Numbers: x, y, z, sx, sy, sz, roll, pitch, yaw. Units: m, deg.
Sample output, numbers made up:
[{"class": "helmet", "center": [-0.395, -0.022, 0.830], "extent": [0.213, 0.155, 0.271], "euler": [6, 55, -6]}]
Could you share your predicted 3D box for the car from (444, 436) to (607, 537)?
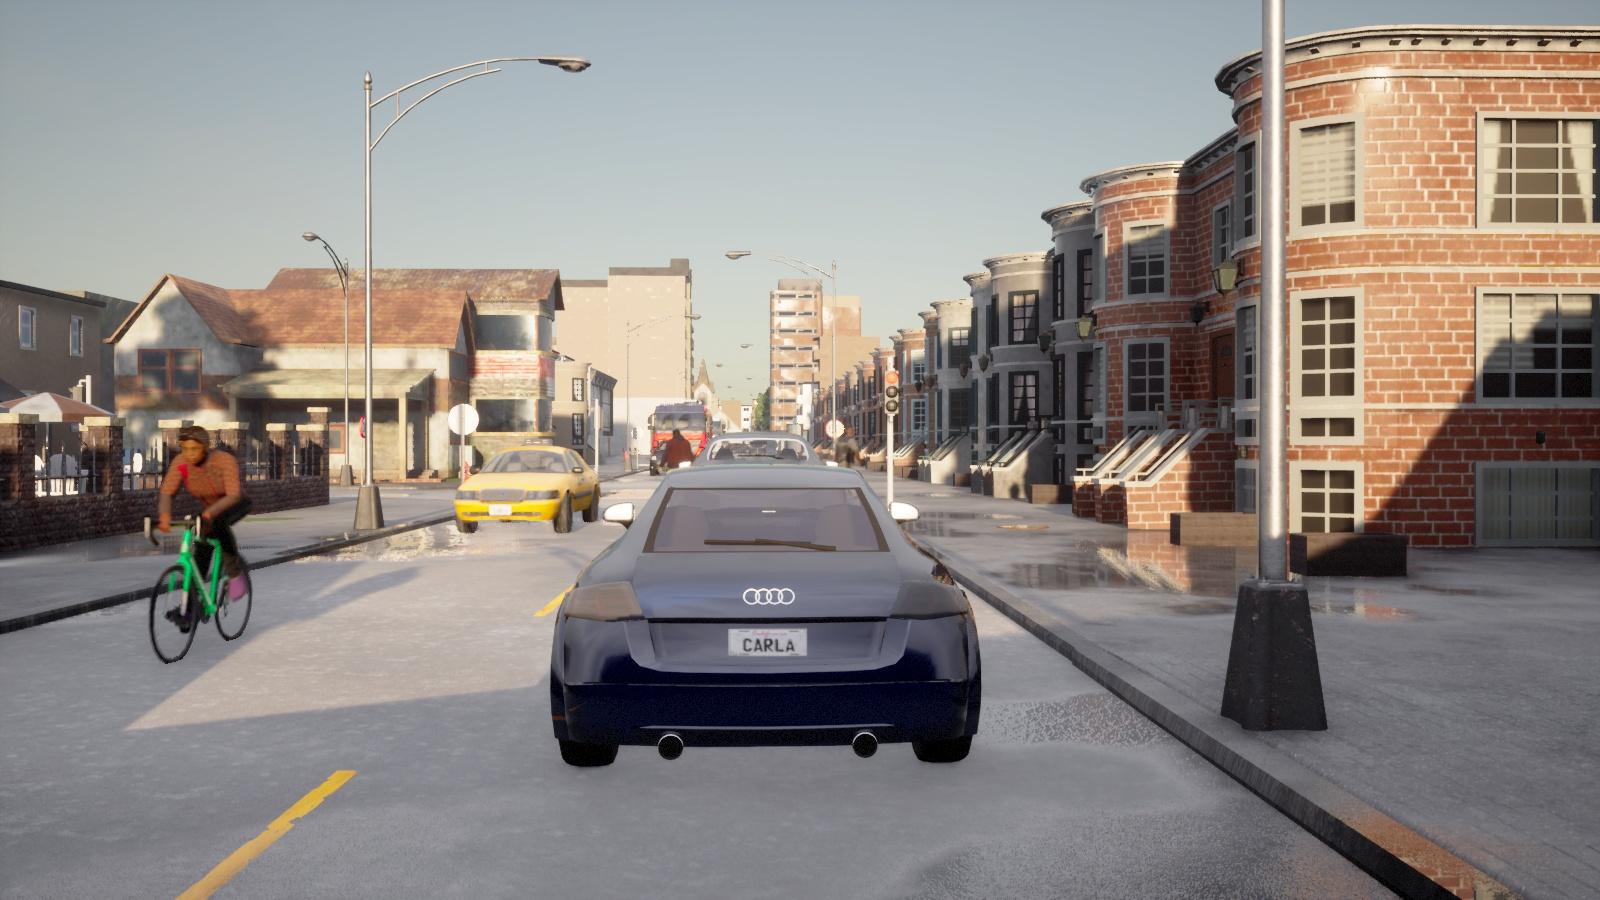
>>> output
[{"class": "car", "center": [-4.700, 0.556, 22.295], "extent": [1.801, 1.575, 5.366], "euler": [0, 0, -1]}]

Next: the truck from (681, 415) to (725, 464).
[{"class": "truck", "center": [-7.177, -0.771, 93.752], "extent": [2.891, 3.462, 7.936], "euler": [0, 0, -2]}]

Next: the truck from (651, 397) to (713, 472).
[{"class": "truck", "center": [-6.322, -0.810, 68.437], "extent": [2.891, 3.827, 8.468], "euler": [0, 0, -2]}]

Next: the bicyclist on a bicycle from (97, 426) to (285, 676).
[{"class": "bicyclist on a bicycle", "center": [-4.281, 0.645, 8.961], "extent": [0.582, 1.620, 1.656], "euler": [0, 1, -2]}]

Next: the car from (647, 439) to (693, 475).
[{"class": "car", "center": [-5.971, 0.312, 58.107], "extent": [1.851, 1.617, 3.988], "euler": [0, 0, -2]}]

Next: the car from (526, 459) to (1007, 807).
[{"class": "car", "center": [-0.217, 0.769, 7.301], "extent": [1.994, 1.385, 4.181], "euler": [0, 0, -2]}]

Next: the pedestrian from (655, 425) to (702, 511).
[{"class": "pedestrian", "center": [-2.659, 0.384, 27.467], "extent": [0.634, 1.844, 0.899], "euler": [0, 0, -40]}]

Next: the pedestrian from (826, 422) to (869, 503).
[{"class": "pedestrian", "center": [1.122, 0.292, 29.899], "extent": [0.849, 1.883, 0.563], "euler": [0, 0, -35]}]

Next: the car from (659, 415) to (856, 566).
[{"class": "car", "center": [-0.538, 0.433, 16.299], "extent": [2.152, 1.651, 5.027], "euler": [0, 0, -2]}]
